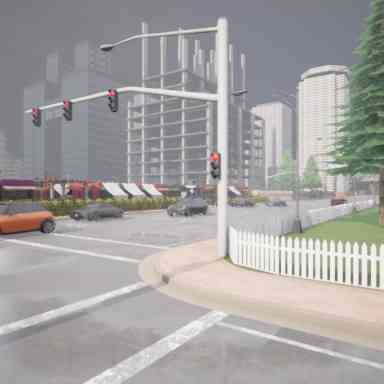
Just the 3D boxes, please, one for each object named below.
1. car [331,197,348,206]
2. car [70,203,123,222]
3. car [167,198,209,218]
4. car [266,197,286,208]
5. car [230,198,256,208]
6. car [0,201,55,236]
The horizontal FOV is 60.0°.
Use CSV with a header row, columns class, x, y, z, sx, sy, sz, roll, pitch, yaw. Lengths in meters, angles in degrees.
class,x,y,z,sx,sy,sz,roll,pitch,yaw
car,23.508,1.475,53.070,1.882,1.535,5.008,0,0,34
car,-7.463,1.558,26.342,1.994,1.385,4.181,0,0,34
car,-0.299,1.348,30.691,2.097,1.767,4.553,0,0,34
car,12.562,1.521,49.600,1.812,1.442,4.674,0,0,35
car,7.435,1.542,48.326,2.033,1.411,5.357,0,0,34
car,-9.277,1.347,16.675,2.097,1.767,4.553,0,0,28
